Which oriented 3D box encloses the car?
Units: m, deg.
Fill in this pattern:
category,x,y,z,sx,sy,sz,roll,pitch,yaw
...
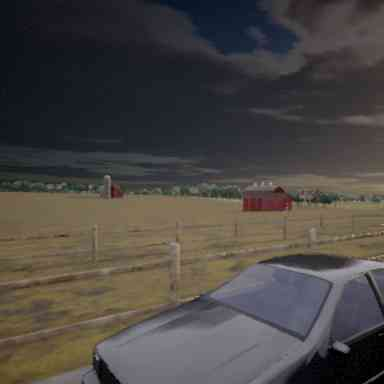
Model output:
category,x,y,z,sx,sy,sz,roll,pitch,yaw
car,1.537,1.560,4.169,5.357,1.411,2.033,0,0,-36
